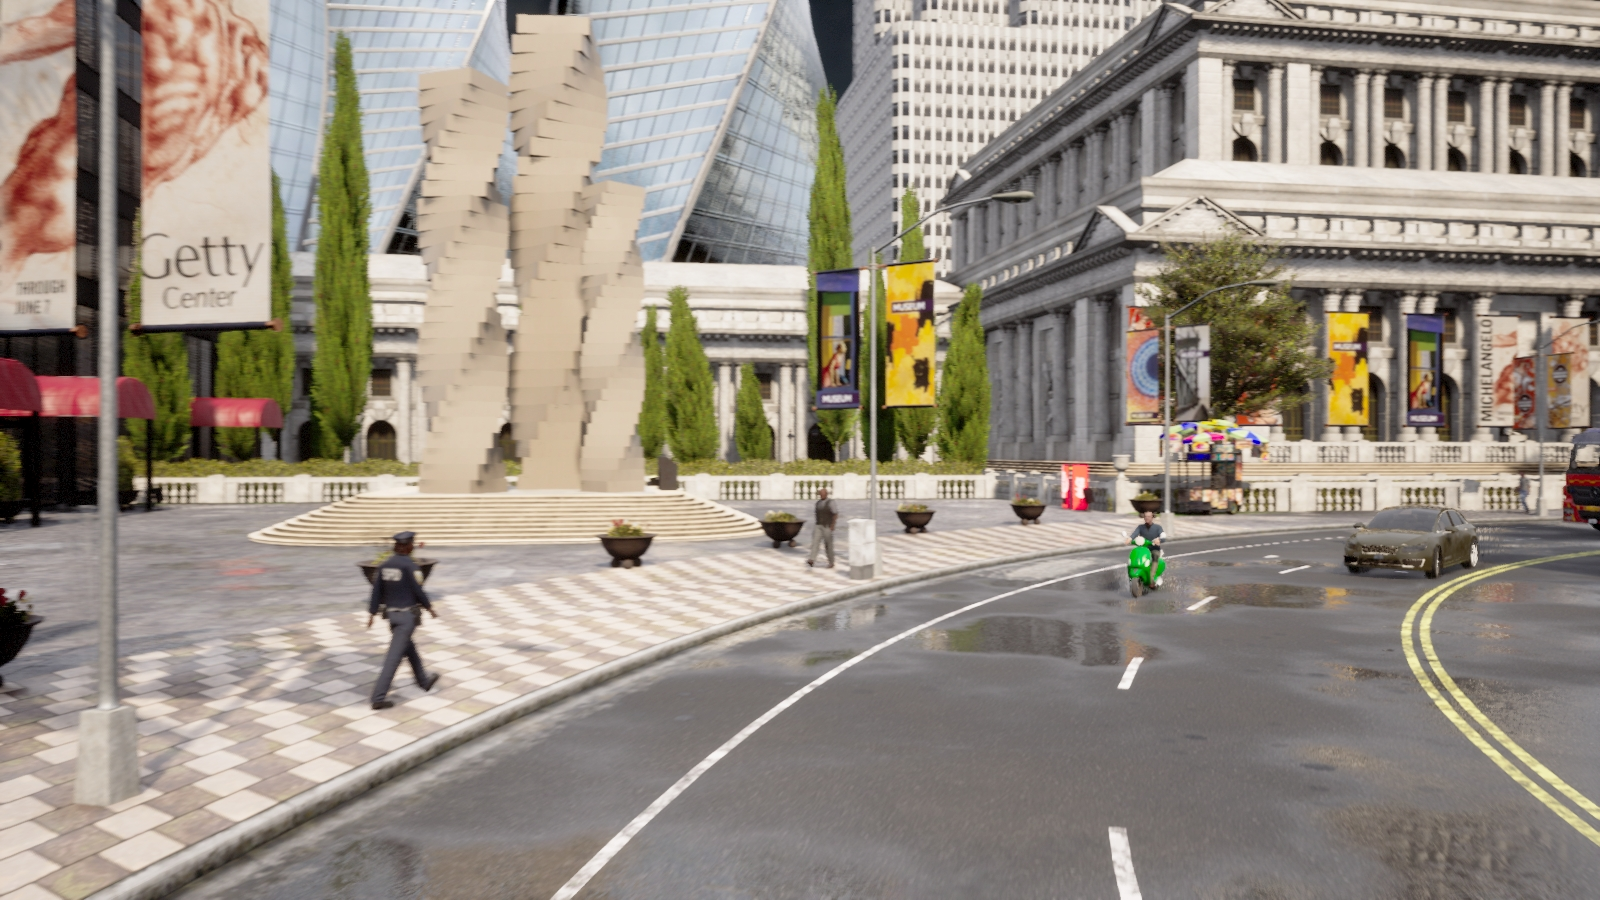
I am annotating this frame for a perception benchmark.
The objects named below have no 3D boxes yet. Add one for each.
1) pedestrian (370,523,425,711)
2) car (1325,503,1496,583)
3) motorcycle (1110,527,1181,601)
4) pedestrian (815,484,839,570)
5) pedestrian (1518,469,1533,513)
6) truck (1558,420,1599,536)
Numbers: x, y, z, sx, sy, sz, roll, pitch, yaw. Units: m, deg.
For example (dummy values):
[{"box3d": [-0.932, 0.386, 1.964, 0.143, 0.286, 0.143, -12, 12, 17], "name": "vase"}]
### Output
[{"box3d": [-4.141, 1.694, 11.760, 0.375, 1.860, 0.375, 0, 0, 28], "name": "pedestrian"}, {"box3d": [14.281, 2.074, 26.581, 2.231, 1.480, 4.892, 0, 0, 44], "name": "car"}, {"box3d": [6.732, 2.188, 22.201, 0.856, 1.236, 1.805, 0, 0, 33], "name": "motorcycle"}, {"box3d": [0.603, 1.697, 25.248, 0.375, 1.860, 0.375, 0, 0, 33], "name": "pedestrian"}, {"box3d": [30.467, 1.725, 48.010, 0.375, 1.860, 0.375, 0, 0, -15], "name": "pedestrian"}, {"box3d": [30.353, 0.919, 38.310, 8.468, 3.827, 2.891, 0, 0, -8], "name": "truck"}]
